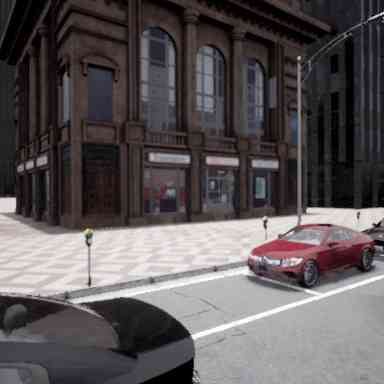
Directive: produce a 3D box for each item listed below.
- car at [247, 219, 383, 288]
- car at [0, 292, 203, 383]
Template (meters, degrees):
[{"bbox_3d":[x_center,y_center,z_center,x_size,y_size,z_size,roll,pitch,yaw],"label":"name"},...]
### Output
[{"bbox_3d":[3.381,1.534,9.062,4.206,1.307,1.802,0,0,-36],"label":"car"},{"bbox_3d":[-2.245,1.483,1.777,5.008,1.535,1.882,0,0,-36],"label":"car"}]
